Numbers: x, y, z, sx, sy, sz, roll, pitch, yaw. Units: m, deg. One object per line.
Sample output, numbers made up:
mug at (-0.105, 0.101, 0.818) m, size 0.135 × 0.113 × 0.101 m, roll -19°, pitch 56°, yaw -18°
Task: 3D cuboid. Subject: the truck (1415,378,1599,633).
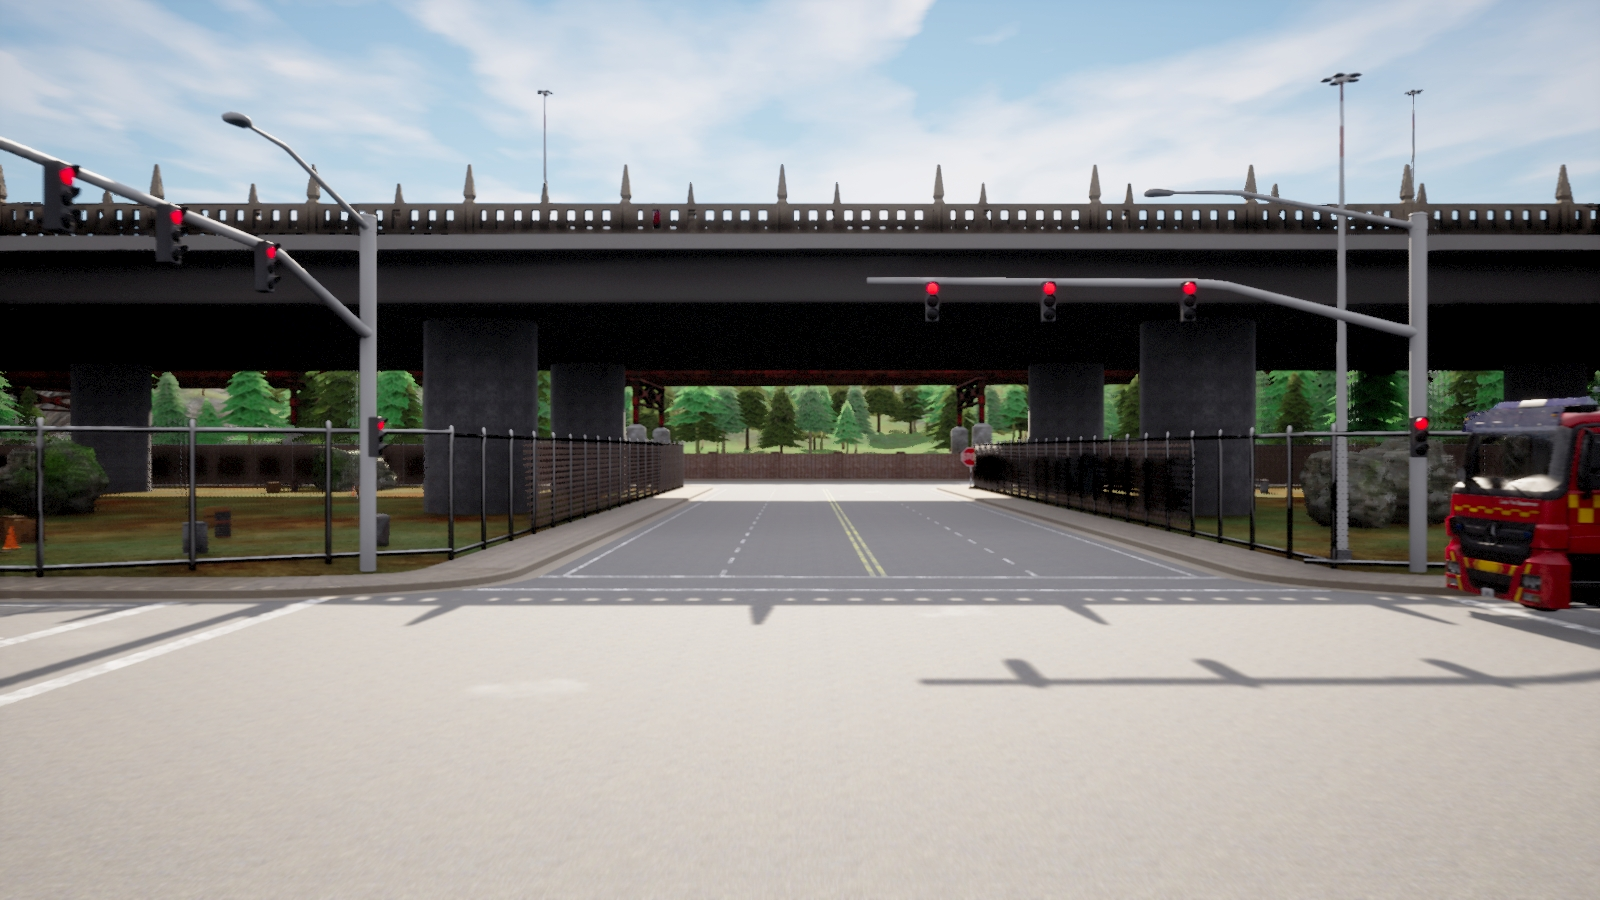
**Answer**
truck at (15.019, 0.835, 18.584) m, size 8.468 × 3.827 × 2.891 m, roll 0°, pitch 0°, yaw 0°
